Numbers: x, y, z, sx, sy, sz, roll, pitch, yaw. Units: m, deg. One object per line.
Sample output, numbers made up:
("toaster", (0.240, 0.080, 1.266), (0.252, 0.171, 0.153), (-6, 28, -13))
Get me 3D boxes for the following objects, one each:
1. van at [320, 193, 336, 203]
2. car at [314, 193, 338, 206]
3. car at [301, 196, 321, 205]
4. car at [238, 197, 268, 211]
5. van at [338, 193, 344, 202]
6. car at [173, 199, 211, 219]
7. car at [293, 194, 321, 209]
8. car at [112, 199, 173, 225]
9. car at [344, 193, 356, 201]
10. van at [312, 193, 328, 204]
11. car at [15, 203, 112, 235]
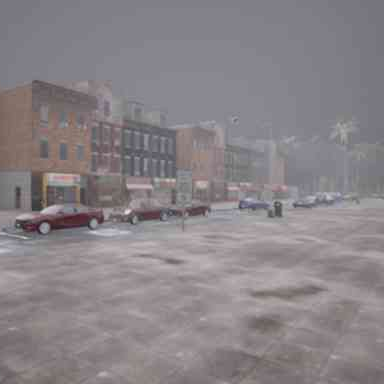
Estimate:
("van", (25.174, 1.052, 61.467), (1.690, 1.788, 3.998), (1, 1, 36))
("car", (19.494, 1.104, 48.991), (2.097, 1.767, 4.553), (1, 1, 36))
("car", (18.813, 1.284, 52.580), (1.802, 1.307, 4.206), (1, 1, 36))
("car", (6.525, 1.230, 35.589), (1.812, 1.442, 4.674), (1, 1, 36))
("van", (28.353, 1.056, 65.912), (1.690, 1.788, 3.998), (1, 1, 36))
("car", (-0.257, 1.262, 25.914), (1.887, 1.381, 4.507), (1, 1, 36))
("car", (14.016, 1.315, 41.241), (1.994, 1.385, 4.181), (1, 1, 35))
("car", (-3.434, 1.162, 21.468), (1.967, 1.590, 4.097), (1, 1, 36))
("car", (34.707, 1.275, 74.803), (2.008, 1.369, 4.403), (1, 1, 36))
("van", (21.995, 1.048, 57.022), (1.690, 1.788, 3.998), (1, 1, 36))
("car", (-6.612, 1.272, 17.024), (1.887, 1.381, 4.507), (1, 1, 36))
